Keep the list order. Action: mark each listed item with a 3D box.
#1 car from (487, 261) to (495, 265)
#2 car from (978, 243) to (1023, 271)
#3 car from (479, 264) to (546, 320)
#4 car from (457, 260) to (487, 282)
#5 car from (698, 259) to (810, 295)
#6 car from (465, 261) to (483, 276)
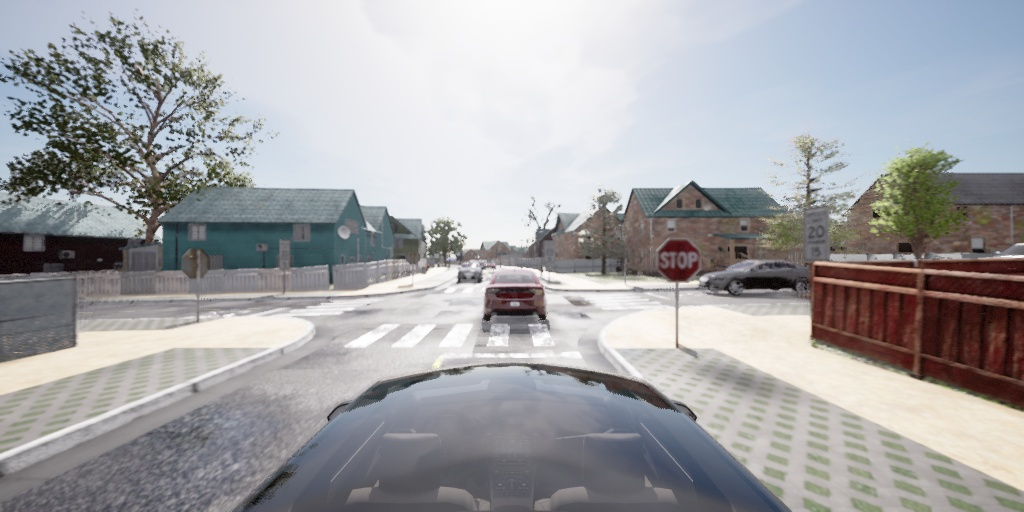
[{"bbox_3d":[-3.790,1.508,58.623,1.895,1.301,4.718,0,0,-10],"label":"car"},{"bbox_3d":[24.429,0.335,16.300,5.566,2.045,2.150,-1,0,0],"label":"car"},{"bbox_3d":[0.087,1.194,12.518,1.882,1.535,5.008,0,0,0],"label":"car"},{"bbox_3d":[-3.315,1.272,28.789,2.128,1.511,4.902,0,0,-3],"label":"car"},{"bbox_3d":[11.109,0.924,16.334,4.902,1.511,2.128,-1,0,0],"label":"car"},{"bbox_3d":[-4.083,1.320,39.105,1.837,1.490,4.892,0,0,-6],"label":"car"}]
